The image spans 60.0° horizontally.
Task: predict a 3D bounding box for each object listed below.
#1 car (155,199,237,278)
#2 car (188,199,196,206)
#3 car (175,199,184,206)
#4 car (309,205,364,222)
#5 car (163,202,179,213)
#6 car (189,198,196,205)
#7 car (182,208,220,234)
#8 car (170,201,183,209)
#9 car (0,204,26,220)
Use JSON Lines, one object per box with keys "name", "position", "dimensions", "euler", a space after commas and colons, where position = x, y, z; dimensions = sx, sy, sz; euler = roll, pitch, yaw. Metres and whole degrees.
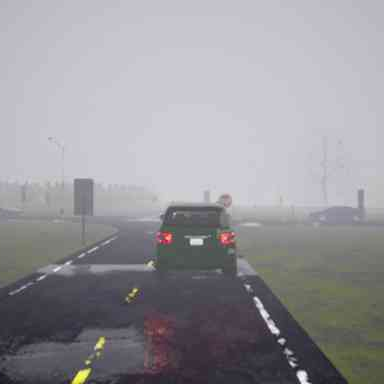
{"name": "car", "position": [0.105, 1.337, 10.697], "dimensions": [2.150, 2.045, 5.566], "euler": [0, -1, 0]}
{"name": "car", "position": [0.052, 2.436, 76.801], "dimensions": [1.812, 1.442, 4.674], "euler": [0, -1, 0]}
{"name": "car", "position": [-2.700, 2.410, 74.715], "dimensions": [1.812, 1.442, 4.674], "euler": [0, -1, 0]}
{"name": "car", "position": [13.825, 2.036, 32.005], "dimensions": [5.008, 1.535, 1.882], "euler": [1, 0, 0]}
{"name": "car", "position": [-2.791, 2.122, 45.470], "dimensions": [1.895, 1.301, 4.718], "euler": [0, -1, -1]}
{"name": "car", "position": [0.055, 2.452, 86.804], "dimensions": [1.882, 1.535, 5.008], "euler": [0, -1, 0]}
{"name": "car", "position": [0.696, 1.808, 21.901], "dimensions": [1.994, 1.385, 4.181], "euler": [0, -1, 8]}
{"name": "car", "position": [-2.763, 2.269, 60.296], "dimensions": [1.994, 1.385, 4.181], "euler": [0, -1, 1]}
{"name": "car", "position": [-17.509, 1.652, 28.971], "dimensions": [5.357, 1.411, 2.033], "euler": [1, 0, 0]}
